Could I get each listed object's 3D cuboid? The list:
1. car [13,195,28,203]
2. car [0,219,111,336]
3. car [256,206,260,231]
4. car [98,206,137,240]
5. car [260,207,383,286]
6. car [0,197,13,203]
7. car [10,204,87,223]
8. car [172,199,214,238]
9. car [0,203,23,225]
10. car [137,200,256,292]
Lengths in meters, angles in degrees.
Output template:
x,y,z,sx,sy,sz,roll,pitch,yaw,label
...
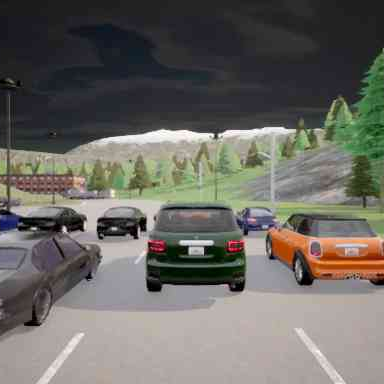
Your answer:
x,y,z,sx,sy,sz,roll,pitch,yaw,label
-27.240,1.490,48.334,4.902,1.511,2.128,0,0,-2,car
-3.416,1.547,6.926,2.033,1.411,5.357,0,0,0,car
3.523,1.525,18.445,1.812,1.442,4.674,0,0,-1,car
-3.456,1.477,17.158,1.882,1.535,5.008,0,0,0,car
3.578,1.352,9.590,2.097,1.767,4.553,0,0,0,car
-27.114,1.562,44.804,4.181,1.385,1.994,0,0,-2,car
-6.963,1.477,17.167,1.882,1.535,5.008,0,0,1,car
0.017,1.351,18.621,2.097,1.767,4.553,0,0,-1,car
-10.457,1.525,17.369,1.812,1.442,4.674,0,0,-1,car
0.080,1.221,9.057,2.150,2.045,5.566,0,0,0,car
